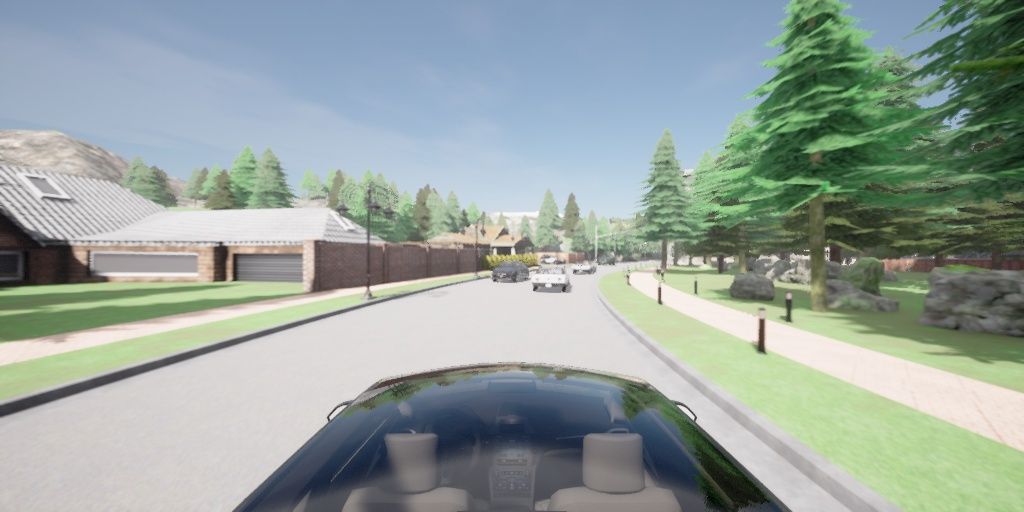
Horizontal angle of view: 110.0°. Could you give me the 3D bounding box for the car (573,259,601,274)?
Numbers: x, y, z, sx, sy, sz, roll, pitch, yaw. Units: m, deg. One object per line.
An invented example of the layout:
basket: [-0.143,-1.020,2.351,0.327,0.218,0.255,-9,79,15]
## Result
car: [7.845,1.219,38.333,1.895,1.301,4.718,0,0,23]

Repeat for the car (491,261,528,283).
car: [-0.057,1.134,26.640,1.837,1.490,4.892,0,0,16]

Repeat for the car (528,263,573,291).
car: [2.396,1.270,21.250,1.895,1.301,4.718,0,0,12]
